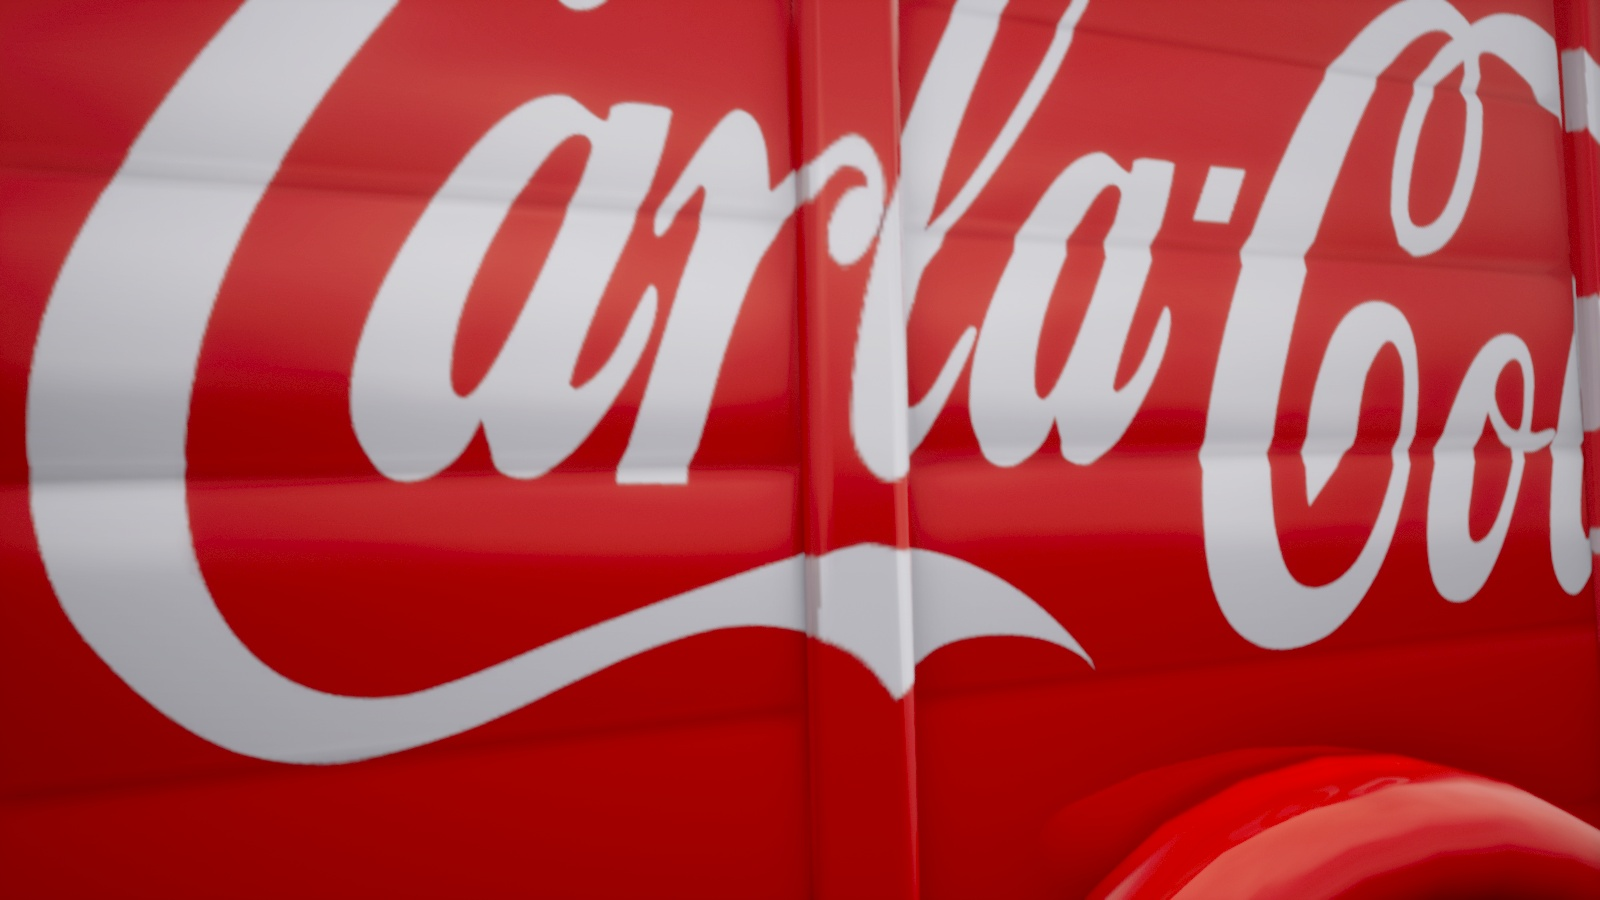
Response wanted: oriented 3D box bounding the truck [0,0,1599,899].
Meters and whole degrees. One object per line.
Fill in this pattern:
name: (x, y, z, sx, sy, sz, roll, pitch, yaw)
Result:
truck: (-0.956, 0.242, 1.888, 5.204, 2.467, 2.627, -1, 1, -26)
